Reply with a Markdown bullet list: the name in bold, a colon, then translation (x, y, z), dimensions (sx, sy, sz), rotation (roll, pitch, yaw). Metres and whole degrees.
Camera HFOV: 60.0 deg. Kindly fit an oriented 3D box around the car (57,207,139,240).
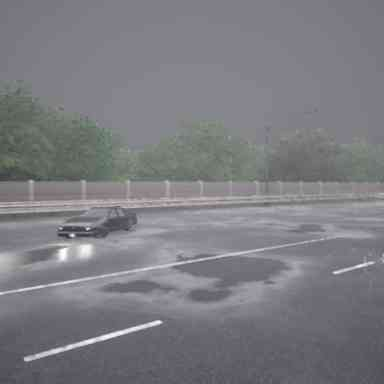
- **car**: translation (-4.554, 1.485, 17.160), dimensions (2.033, 1.411, 5.357), rotation (-1, 0, 15)
